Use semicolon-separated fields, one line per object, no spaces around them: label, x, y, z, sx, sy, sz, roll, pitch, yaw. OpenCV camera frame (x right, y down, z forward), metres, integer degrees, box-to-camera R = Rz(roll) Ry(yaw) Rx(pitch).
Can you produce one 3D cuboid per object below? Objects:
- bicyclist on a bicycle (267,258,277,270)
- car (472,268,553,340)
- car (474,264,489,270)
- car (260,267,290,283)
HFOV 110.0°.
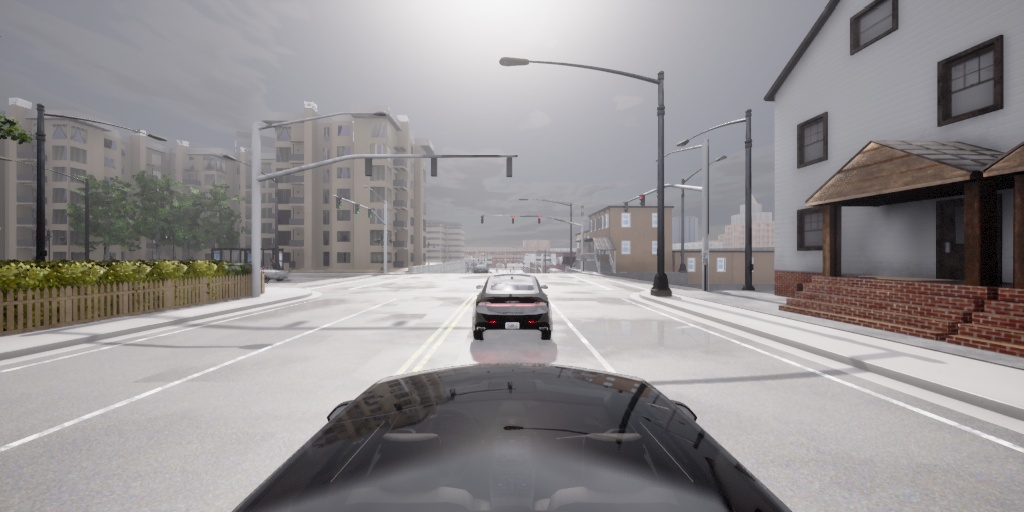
bicyclist on a bicycle;-25.605;1.053;38.225;0.582;1.620;1.656;0;0;0
car;0.002;1.242;9.927;2.128;1.511;4.902;0;0;0
car;-3.981;1.774;47.319;1.812;1.442;4.674;0;-4;0
car;-19.687;1.351;27.208;4.718;1.301;1.895;0;0;0
